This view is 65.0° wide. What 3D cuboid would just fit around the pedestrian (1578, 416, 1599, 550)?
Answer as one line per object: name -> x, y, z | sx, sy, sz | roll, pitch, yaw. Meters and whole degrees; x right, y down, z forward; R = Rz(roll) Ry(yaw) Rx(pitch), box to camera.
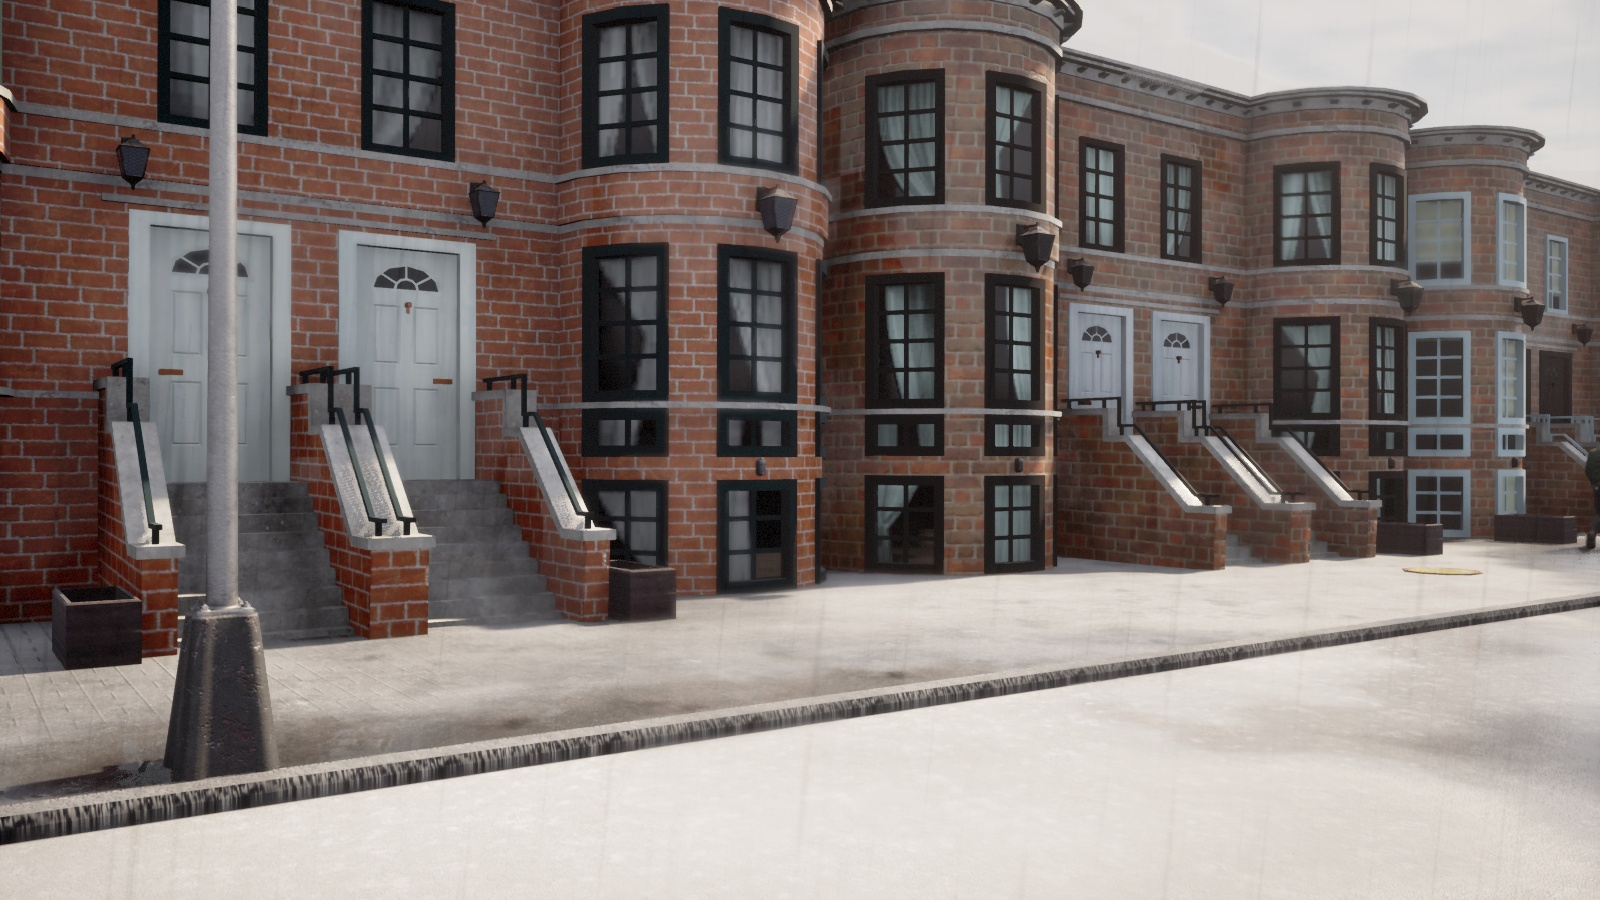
pedestrian -> 11.911, 0.475, 18.526 | 0.788, 1.949, 0.423 | 0, 0, -32
